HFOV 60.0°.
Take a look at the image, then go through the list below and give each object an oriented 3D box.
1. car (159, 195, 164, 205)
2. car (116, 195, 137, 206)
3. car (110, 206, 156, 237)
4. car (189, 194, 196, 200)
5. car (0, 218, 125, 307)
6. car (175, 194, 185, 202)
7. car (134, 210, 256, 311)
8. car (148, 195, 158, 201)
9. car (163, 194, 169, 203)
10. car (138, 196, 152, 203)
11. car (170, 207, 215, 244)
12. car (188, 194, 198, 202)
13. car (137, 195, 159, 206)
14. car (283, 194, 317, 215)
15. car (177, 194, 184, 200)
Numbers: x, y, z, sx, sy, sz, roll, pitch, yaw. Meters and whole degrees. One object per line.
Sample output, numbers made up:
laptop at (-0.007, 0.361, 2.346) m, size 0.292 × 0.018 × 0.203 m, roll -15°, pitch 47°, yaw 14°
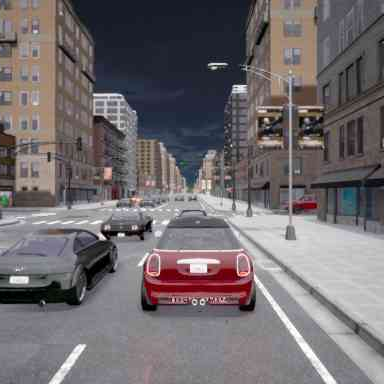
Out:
car at (-6.418, 1.553, 57.711) m, size 1.994 × 1.385 × 4.181 m, roll 0°, pitch 0°, yaw 0°
car at (-9.713, 1.556, 48.701) m, size 1.994 × 1.385 × 4.181 m, roll 0°, pitch 0°, yaw 0°
car at (-3.104, 1.600, 16.865) m, size 1.895 × 1.301 × 4.718 m, roll 0°, pitch 0°, yaw 0°
car at (0.250, 1.370, 88.245) m, size 1.812 × 1.442 × 4.674 m, roll 0°, pitch 0°, yaw 0°
car at (-3.127, 1.564, 8.040) m, size 1.994 × 1.385 × 4.181 m, roll 0°, pitch 0°, yaw 0°
car at (-3.029, 1.530, 78.251) m, size 1.994 × 1.385 × 4.181 m, roll 0°, pitch 0°, yaw 0°
car at (0.122, 1.352, 7.921) m, size 2.097 × 1.767 × 4.553 m, roll 0°, pitch 0°, yaw 0°
car at (-9.520, 1.429, 81.219) m, size 1.812 × 1.442 × 4.674 m, roll 0°, pitch 0°, yaw 0°
car at (-6.320, 1.489, 68.118) m, size 1.837 × 1.490 × 4.892 m, roll 0°, pitch 0°, yaw 0°
car at (-9.571, 1.531, 67.701) m, size 2.033 × 1.411 × 5.357 m, roll 0°, pitch 0°, yaw 0°
car at (0.057, 1.563, 16.623) m, size 1.994 × 1.385 × 4.181 m, roll 0°, pitch 0°, yaw 1°
car at (0.221, 1.333, 78.212) m, size 2.097 × 1.767 × 4.553 m, roll 0°, pitch 0°, yaw 0°
car at (-6.456, 1.556, 49.313) m, size 1.994 × 1.385 × 4.181 m, roll 0°, pitch 0°, yaw 0°
car at (12.362, 1.256, 34.432) m, size 5.566 × 2.045 × 2.150 m, roll 0°, pitch 0°, yaw 0°
car at (-3.001, 1.370, 88.254) m, size 1.812 × 1.442 × 4.674 m, roll 0°, pitch 0°, yaw 0°
